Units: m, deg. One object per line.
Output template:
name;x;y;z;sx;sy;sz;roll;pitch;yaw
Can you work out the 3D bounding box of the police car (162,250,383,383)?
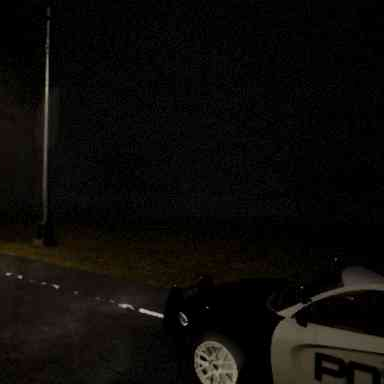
police car;2.016;1.492;3.629;5.238;1.638;1.930;1;0;33
